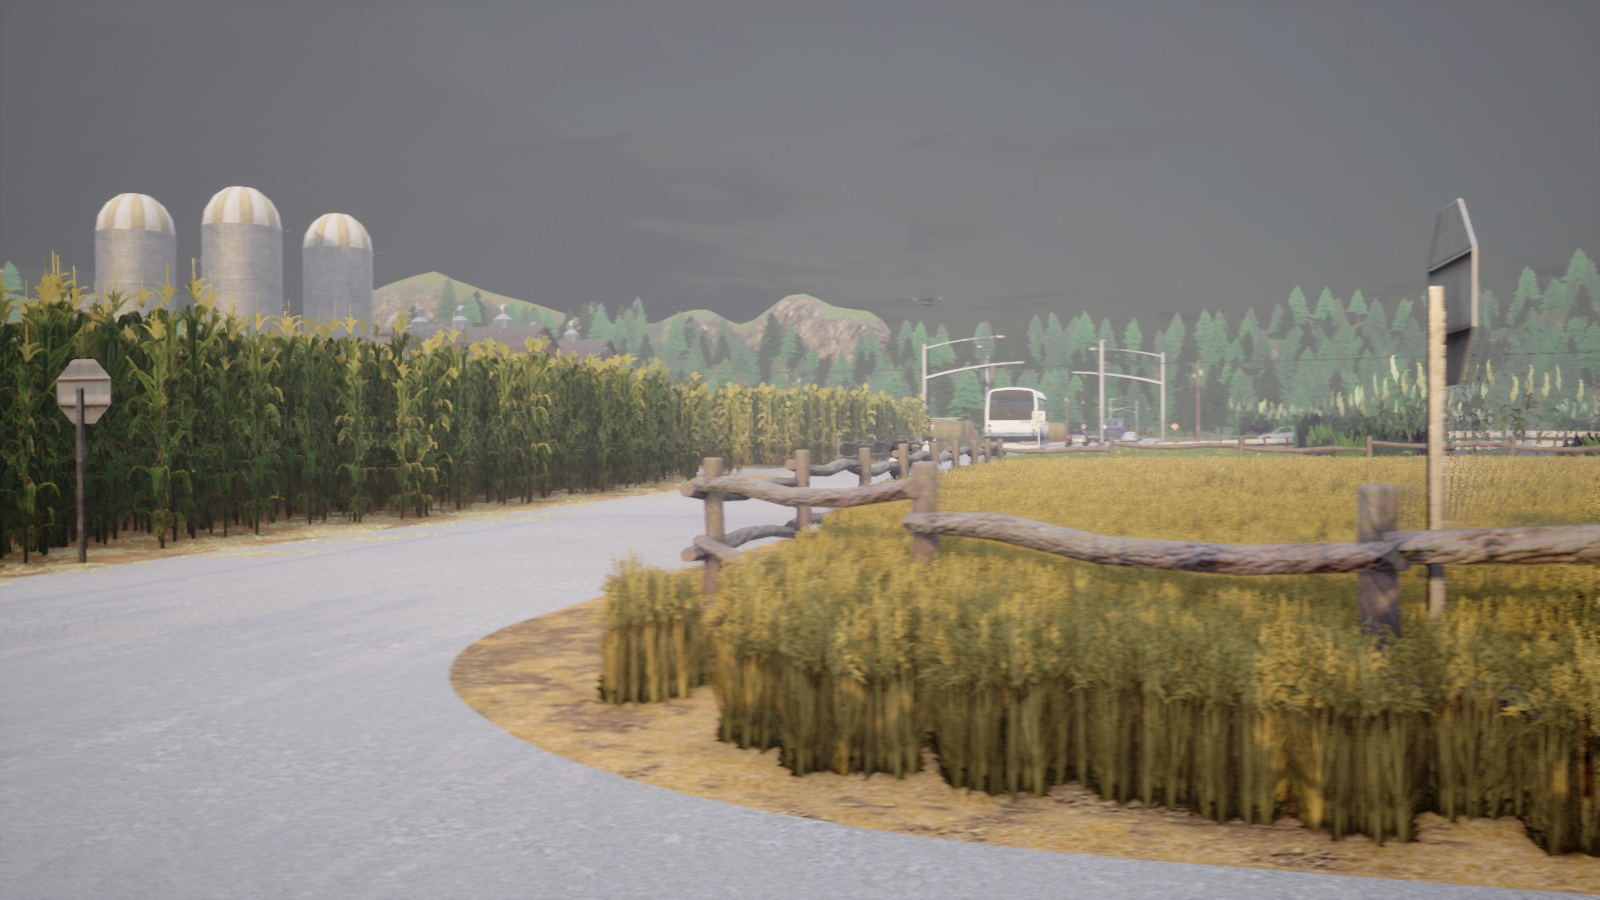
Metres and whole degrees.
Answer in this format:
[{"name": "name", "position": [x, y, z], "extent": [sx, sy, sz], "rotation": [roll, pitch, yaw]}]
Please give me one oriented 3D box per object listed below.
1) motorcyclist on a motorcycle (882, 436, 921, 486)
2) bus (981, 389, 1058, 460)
[{"name": "motorcyclist on a motorcycle", "position": [3.213, 0.333, 39.580], "extent": [0.866, 1.530, 2.191], "rotation": [0, 1, 15]}, {"name": "bus", "position": [14.288, -1.627, 80.917], "extent": [3.944, 4.253, 10.273], "rotation": [0, 1, 15]}]
